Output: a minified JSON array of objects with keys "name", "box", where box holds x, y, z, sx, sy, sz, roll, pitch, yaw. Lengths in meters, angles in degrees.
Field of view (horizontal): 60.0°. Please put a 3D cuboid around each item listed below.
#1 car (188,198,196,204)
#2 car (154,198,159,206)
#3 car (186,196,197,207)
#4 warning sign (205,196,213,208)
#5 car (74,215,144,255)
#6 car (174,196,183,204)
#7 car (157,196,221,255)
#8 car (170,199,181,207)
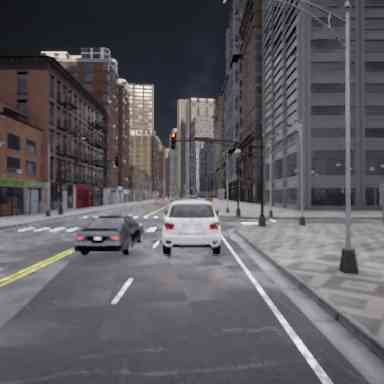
[{"name":"car","box":[-0.044,2.142,81.119,2.033,1.411,5.357,0,0,0]},{"name":"car","box":[-6.538,1.964,68.404,2.097,1.767,4.553,0,-1,0]},{"name":"car","box":[-0.035,1.808,66.269,2.150,2.045,5.566,0,0,0]},{"name":"warning sign","box":[2.819,1.609,54.611,1.300,1.860,1.060,0,-1,0]},{"name":"car","box":[-3.257,1.680,13.987,2.033,1.411,5.357,0,-1,0]},{"name":"car","box":[-3.294,1.957,81.089,2.097,1.767,4.553,0,0,0]},{"name":"car","box":[-0.007,1.349,14.023,2.150,2.045,5.566,0,0,0]},{"name":"car","box":[-3.283,2.101,66.537,1.837,1.490,4.892,0,0,0]}]
